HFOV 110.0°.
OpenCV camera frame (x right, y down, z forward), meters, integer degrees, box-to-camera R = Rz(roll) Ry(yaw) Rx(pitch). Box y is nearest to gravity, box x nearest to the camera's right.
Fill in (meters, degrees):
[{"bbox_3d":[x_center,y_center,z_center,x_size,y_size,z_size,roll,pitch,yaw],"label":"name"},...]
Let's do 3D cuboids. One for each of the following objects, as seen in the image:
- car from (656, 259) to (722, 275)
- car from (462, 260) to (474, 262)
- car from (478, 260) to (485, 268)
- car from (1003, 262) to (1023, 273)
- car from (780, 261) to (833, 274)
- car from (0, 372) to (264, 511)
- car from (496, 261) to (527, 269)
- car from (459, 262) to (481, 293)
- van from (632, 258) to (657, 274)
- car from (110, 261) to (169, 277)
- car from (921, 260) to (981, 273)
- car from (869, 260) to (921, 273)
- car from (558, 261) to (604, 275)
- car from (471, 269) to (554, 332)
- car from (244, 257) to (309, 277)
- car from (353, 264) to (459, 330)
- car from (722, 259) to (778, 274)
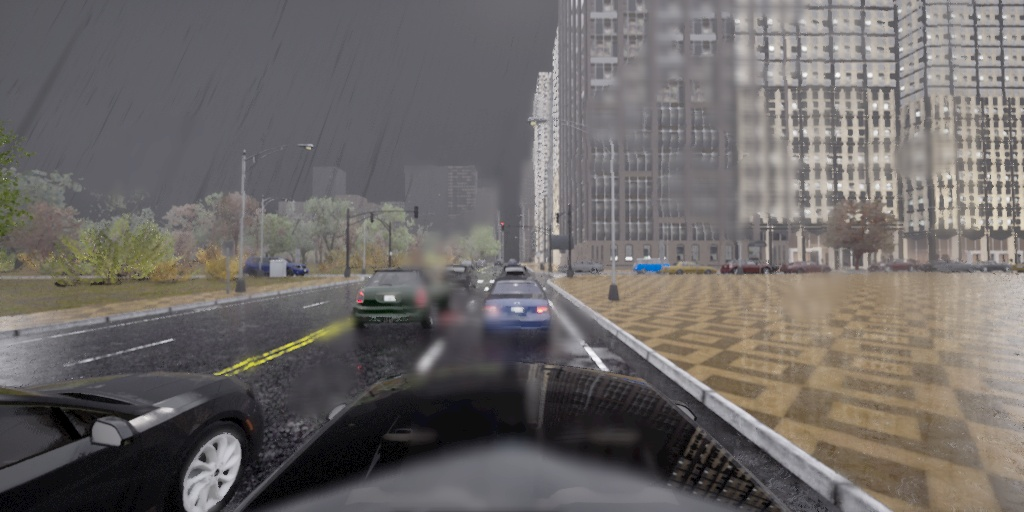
[{"bbox_3d":[16.389,1.111,33.276,4.829,1.417,1.751,0,0,-1],"label":"car"},{"bbox_3d":[-6.484,1.355,51.999,1.882,1.535,5.008,0,0,0],"label":"car"},{"bbox_3d":[-6.420,1.504,64.149,1.994,1.385,4.181,0,0,1],"label":"car"},{"bbox_3d":[49.893,0.952,33.605,4.829,1.417,1.751,0,0,-1],"label":"car"},{"bbox_3d":[27.387,1.112,33.388,4.207,1.307,1.802,0,0,-1],"label":"car"},{"bbox_3d":[-3.152,1.255,1.246,1.837,1.490,4.892,0,0,0],"label":"car"},{"bbox_3d":[0.141,1.273,21.397,1.837,1.490,4.892,0,0,-1],"label":"car"},{"bbox_3d":[-3.111,1.272,21.002,1.837,1.490,4.892,0,0,0],"label":"car"},{"bbox_3d":[16.025,1.171,41.295,3.998,1.789,1.690,0,0,-1],"label":"van"},{"bbox_3d":[-36.217,1.302,35.119,4.553,1.767,2.097,0,-2,0],"label":"car"},{"bbox_3d":[47.207,1.167,38.928,4.181,1.385,1.994,0,-2,0],"label":"car"},{"bbox_3d":[43.993,1.136,41.579,4.097,1.591,1.967,0,0,-1],"label":"car"},{"bbox_3d":[7.480,1.297,39.021,4.902,1.511,2.128,0,-2,5],"label":"car"},{"bbox_3d":[0.121,1.300,10.839,2.033,1.411,5.357,0,0,0],"label":"car"},{"bbox_3d":[-23.075,1.094,35.179,5.566,2.045,2.150,0,-2,-1],"label":"car"},{"bbox_3d":[-3.132,1.105,11.320,2.097,1.767,4.553,0,0,0],"label":"car"},{"bbox_3d":[21.803,0.997,33.331,4.097,1.591,1.967,0,0,-1],"label":"car"}]
